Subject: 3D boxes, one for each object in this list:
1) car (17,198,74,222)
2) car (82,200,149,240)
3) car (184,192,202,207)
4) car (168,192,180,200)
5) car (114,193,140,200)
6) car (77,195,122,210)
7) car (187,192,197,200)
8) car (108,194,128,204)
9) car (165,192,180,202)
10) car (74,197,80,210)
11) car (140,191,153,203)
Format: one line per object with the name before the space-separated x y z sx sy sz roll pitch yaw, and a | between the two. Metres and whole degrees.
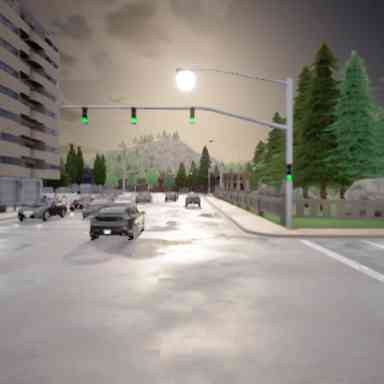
car | -10.587 1.223 23.865 2.128 1.511 4.902 0 1 0
car | -3.393 1.326 15.747 1.837 1.490 4.892 0 0 0
car | 0.110 1.005 40.748 1.837 1.490 4.892 0 1 0
car | -3.485 0.731 64.785 2.033 1.411 5.357 0 1 0
car | -7.077 1.106 35.022 1.812 1.442 4.674 0 1 0
car | -7.082 1.226 26.005 1.812 1.442 4.674 0 1 0
car | 0.015 0.698 65.438 1.812 1.442 4.674 0 1 0
car | -10.555 0.979 47.692 1.994 1.385 4.181 0 1 0
car | -3.487 0.802 55.195 2.128 1.511 4.902 0 1 0
car | -10.583 1.174 32.953 1.994 1.385 4.181 0 1 0
car | -7.048 0.748 48.955 2.097 1.767 4.553 0 1 0
